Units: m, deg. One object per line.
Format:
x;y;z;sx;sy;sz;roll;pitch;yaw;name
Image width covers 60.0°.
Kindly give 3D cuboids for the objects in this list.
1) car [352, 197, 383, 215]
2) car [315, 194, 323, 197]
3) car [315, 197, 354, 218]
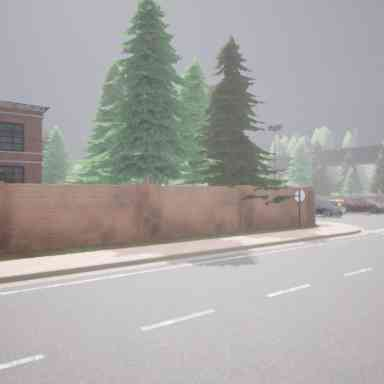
17.538;1.339;33.930;2.097;1.767;4.553;0;0;-35;car
12.590;1.210;34.874;2.150;2.045;5.566;0;0;-35;car
11.502;1.481;30.111;2.128;1.511;4.902;0;0;-33;car
